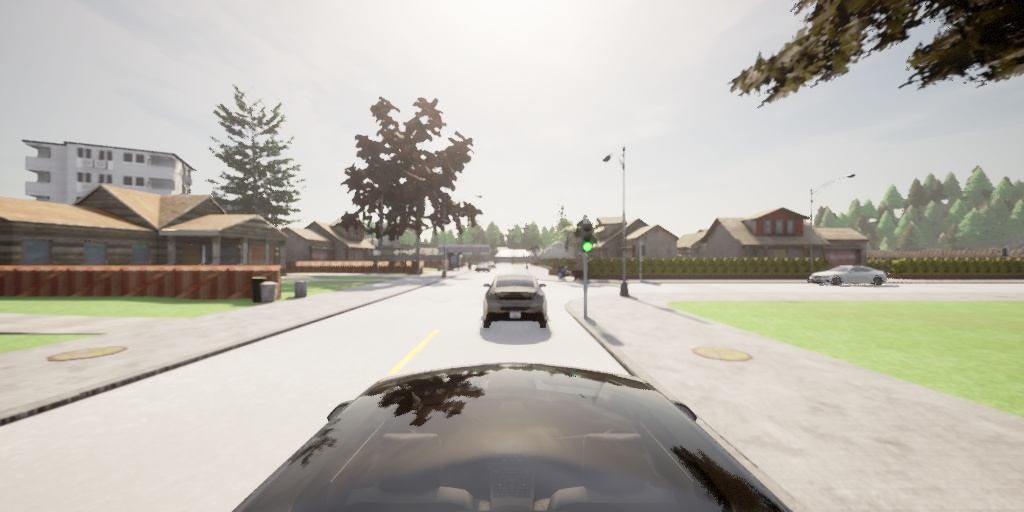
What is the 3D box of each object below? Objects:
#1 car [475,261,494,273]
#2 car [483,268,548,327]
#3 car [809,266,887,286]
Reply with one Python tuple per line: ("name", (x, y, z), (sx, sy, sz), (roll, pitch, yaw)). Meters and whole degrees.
("car", (-4.046, 1.571, 50.234), (2.033, 1.411, 5.357), (0, 0, 0))
("car", (0.093, 1.312, 11.760), (1.837, 1.490, 4.892), (0, 0, 0))
("car", (24.301, 1.414, 25.964), (4.674, 1.442, 1.812), (0, 0, 0))
